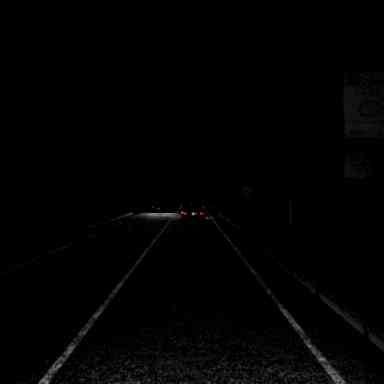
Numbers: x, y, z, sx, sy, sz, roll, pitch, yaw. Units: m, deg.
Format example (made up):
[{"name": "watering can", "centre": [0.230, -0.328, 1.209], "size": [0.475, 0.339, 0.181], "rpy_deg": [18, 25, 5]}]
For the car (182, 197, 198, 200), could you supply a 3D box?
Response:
[{"name": "car", "centre": [0.088, 1.574, 42.721], "size": [2.128, 1.511, 4.902], "rpy_deg": [0, 0, 0]}]

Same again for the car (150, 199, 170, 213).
[{"name": "car", "centre": [-3.603, 1.579, 38.322], "size": [1.837, 1.490, 4.892], "rpy_deg": [0, 0, 0]}]

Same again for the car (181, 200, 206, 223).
[{"name": "car", "centre": [0.093, 1.597, 25.962], "size": [2.033, 1.411, 5.357], "rpy_deg": [0, 0, 0]}]
